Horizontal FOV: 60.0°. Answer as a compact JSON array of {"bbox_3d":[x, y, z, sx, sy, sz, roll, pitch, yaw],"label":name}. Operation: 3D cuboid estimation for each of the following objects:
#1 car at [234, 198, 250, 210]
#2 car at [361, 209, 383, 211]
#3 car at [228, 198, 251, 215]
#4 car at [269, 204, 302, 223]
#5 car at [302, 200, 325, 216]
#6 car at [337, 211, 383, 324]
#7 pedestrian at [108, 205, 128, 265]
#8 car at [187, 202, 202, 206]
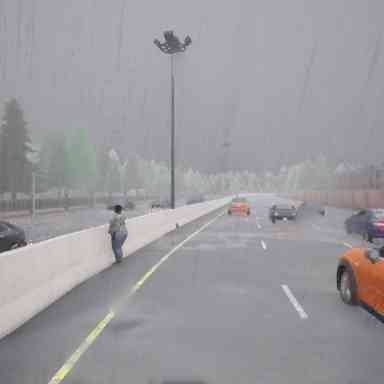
[{"bbox_3d":[6.629,1.564,44.076,1.994,1.385,4.181,0,0,10],"label":"car"},{"bbox_3d":[8.870,1.526,16.004,1.812,1.442,4.674,0,0,9],"label":"car"},{"bbox_3d":[4.911,1.352,34.203,2.097,1.767,4.553,0,0,10],"label":"car"},{"bbox_3d":[6.966,1.601,25.602,1.895,1.301,4.718,0,0,10],"label":"car"},{"bbox_3d":[11.830,1.547,33.068,2.033,1.411,5.357,0,0,10],"label":"car"},{"bbox_3d":[3.968,1.351,5.098,2.097,1.767,4.553,0,0,4],"label":"car"},{"bbox_3d":[-2.281,1.294,10.237,0.375,1.860,0.375,0,0,7],"label":"pedestrian"},{"bbox_3d":[0.515,1.222,50.621,2.150,2.045,5.566,0,0,10],"label":"car"}]
